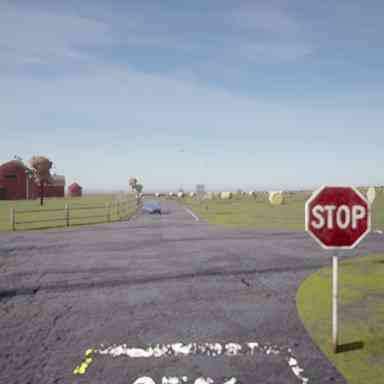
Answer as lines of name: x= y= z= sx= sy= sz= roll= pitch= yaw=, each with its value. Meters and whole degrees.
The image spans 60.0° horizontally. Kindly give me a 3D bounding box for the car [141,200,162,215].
car: x=-4.184 y=1.556 z=35.006 sx=1.812 sy=1.442 sz=4.674 roll=0 pitch=0 yaw=-4
